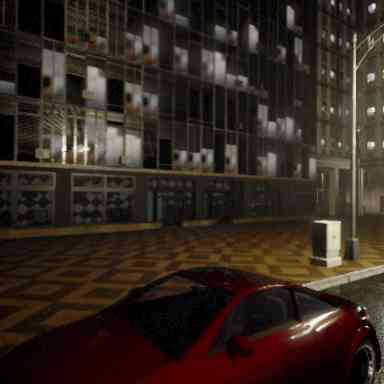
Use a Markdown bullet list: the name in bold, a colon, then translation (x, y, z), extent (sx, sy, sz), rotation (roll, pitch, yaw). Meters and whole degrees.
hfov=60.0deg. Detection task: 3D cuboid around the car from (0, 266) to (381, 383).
- **car**: translation (0.174, 1.581, 3.510), extent (4.181, 1.385, 1.994), rotation (1, 0, -37)
